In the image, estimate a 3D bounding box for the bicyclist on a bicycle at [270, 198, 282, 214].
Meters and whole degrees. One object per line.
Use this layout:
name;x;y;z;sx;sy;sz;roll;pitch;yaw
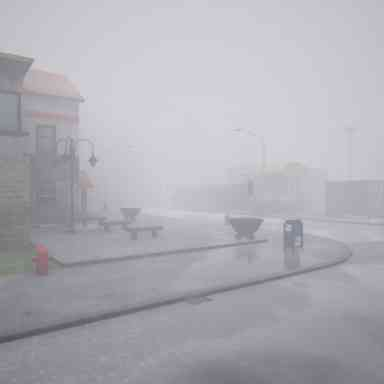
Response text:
bicyclist on a bicycle;8.091;1.349;32.036;1.656;1.620;0.582;0;0;-35
